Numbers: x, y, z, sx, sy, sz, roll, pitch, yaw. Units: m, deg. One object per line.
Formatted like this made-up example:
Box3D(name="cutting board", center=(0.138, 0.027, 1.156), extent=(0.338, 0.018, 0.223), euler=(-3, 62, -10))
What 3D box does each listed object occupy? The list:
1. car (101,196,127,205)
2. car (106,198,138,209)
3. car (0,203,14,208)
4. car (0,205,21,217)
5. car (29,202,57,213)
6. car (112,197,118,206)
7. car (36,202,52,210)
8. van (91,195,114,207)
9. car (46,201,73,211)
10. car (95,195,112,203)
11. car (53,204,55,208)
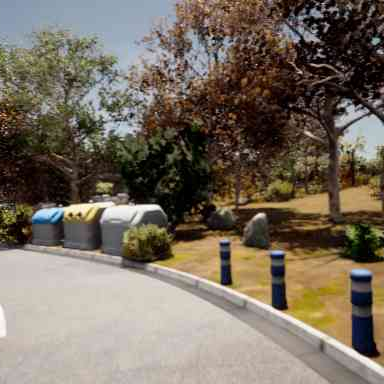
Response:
Box3D(name="car", center=(-15.235, 1.743, 64.886), extent=(4.892, 1.521, 2.231), euler=(-3, 1, 40))
Box3D(name="car", center=(-10.607, 1.735, 50.138), extent=(4.792, 1.488, 2.163), euler=(-3, 1, 40))
Box3D(name="car", center=(-21.302, 2.374, 37.475), extent=(5.566, 2.045, 2.435), euler=(-3, 1, 40))
Box3D(name="car", center=(-27.870, 2.808, 49.910), extent=(5.008, 1.535, 2.097), euler=(-3, 1, 40))
Box3D(name="car", center=(-24.276, 2.528, 54.206), extent=(4.792, 1.488, 2.163), euler=(-3, 1, 40))
Box3D(name="car", center=(-12.356, 1.883, 47.975), extent=(4.792, 1.488, 2.163), euler=(-3, 1, 40))
Box3D(name="car", center=(-19.589, 2.222, 39.507), extent=(5.566, 2.045, 2.435), euler=(-3, 1, 40))
Box3D(name="van", center=(-16.961, 1.663, 62.665), extent=(4.442, 1.987, 1.878), euler=(-3, 1, 40))
Box3D(name="car", center=(-22.458, 2.346, 56.325), extent=(4.892, 1.521, 2.231), euler=(-3, 1, 40))
Box3D(name="car", center=(-14.209, 1.756, 45.883), extent=(5.566, 2.045, 2.435), euler=(-3, 1, 40))
Box3D(name="car", center=(-17.678, 2.348, 41.714), extent=(4.674, 1.452, 2.002), euler=(-3, 1, 40))
